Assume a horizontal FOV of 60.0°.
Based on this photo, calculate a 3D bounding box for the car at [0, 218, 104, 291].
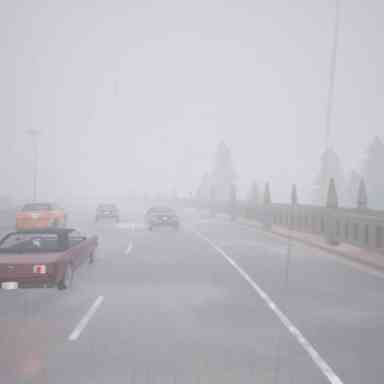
[{"bbox_3d":[-3.848,1.607,8.945,1.895,1.301,4.718,0,0,-5],"label":"car"}]

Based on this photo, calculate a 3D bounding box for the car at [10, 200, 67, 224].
[{"bbox_3d":[-9.024,1.378,20.286,2.097,1.767,4.553,0,0,-11],"label":"car"}]

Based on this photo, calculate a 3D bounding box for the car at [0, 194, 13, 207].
[{"bbox_3d":[-28.684,1.397,50.526,2.150,2.045,5.566,0,0,-32],"label":"car"}]

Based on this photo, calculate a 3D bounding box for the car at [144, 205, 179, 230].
[{"bbox_3d":[-2.021,1.566,21.343,2.033,1.411,5.357,0,0,-11],"label":"car"}]

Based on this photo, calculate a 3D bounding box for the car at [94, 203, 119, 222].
[{"bbox_3d":[-6.822,1.582,26.692,2.033,1.411,5.357,0,0,-15],"label":"car"}]
